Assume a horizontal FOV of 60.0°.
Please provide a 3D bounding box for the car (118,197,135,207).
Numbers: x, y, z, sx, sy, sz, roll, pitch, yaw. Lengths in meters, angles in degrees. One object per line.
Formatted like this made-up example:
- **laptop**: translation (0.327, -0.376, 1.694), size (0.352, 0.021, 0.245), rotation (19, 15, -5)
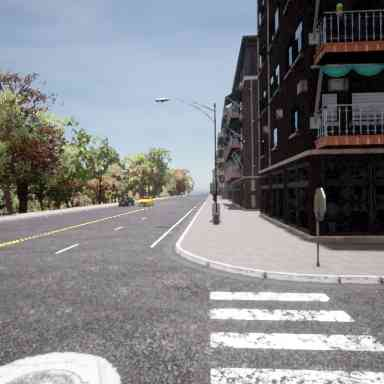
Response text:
- **car**: translation (-10.547, 1.552, 53.831), size (1.837, 1.490, 4.892), rotation (-1, 0, 3)

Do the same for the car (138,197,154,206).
- **car**: translation (-7.303, 1.481, 53.636), size (1.882, 1.535, 5.008), rotation (-1, 0, 3)
